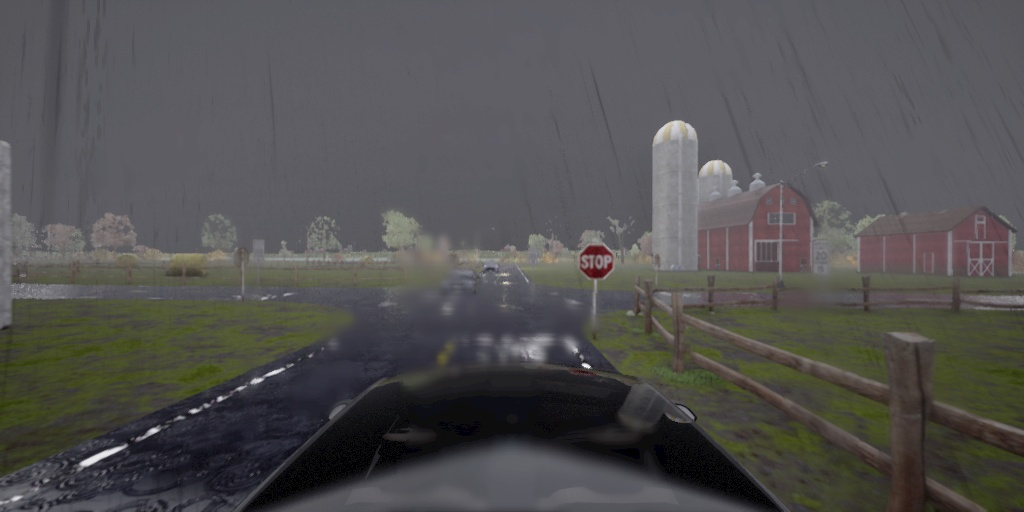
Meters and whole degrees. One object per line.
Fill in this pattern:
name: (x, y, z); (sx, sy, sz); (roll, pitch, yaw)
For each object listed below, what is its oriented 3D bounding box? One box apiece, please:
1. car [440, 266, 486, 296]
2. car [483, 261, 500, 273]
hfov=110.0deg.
car: (-2.763, 1.446, 20.363); (1.994, 1.385, 4.181); (0, 0, 0)
car: (-2.789, 1.401, 48.516); (2.097, 1.767, 4.553); (0, 0, 0)
